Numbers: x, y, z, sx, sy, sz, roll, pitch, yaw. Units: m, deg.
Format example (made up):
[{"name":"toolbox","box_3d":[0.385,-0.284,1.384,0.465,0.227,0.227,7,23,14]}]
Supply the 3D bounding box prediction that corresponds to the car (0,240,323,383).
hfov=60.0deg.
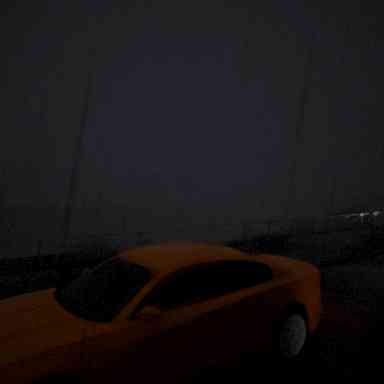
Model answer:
[{"name":"car","box_3d":[-0.382,1.469,4.299,5.008,1.535,1.882,-1,0,-35]}]

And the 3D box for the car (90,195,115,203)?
[{"name":"car","box_3d":[-18.019,1.402,67.273,4.892,1.490,1.837,0,0,-36]}]
